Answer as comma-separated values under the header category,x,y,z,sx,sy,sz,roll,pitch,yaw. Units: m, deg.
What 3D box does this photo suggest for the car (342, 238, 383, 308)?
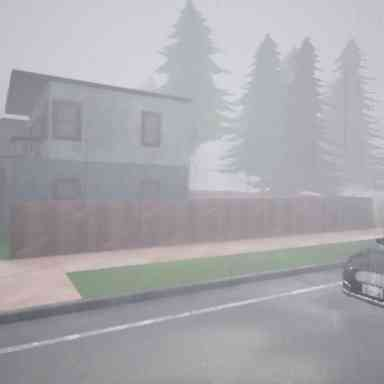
category,x,y,z,sx,sy,sz,roll,pitch,yaw
car,5.186,1.412,6.798,4.902,1.511,2.128,0,1,-29
